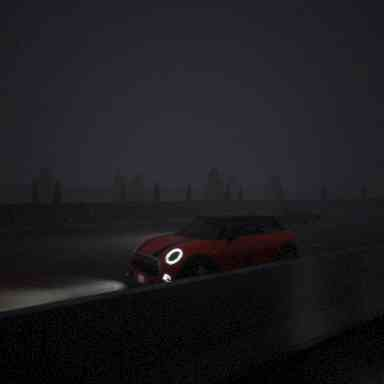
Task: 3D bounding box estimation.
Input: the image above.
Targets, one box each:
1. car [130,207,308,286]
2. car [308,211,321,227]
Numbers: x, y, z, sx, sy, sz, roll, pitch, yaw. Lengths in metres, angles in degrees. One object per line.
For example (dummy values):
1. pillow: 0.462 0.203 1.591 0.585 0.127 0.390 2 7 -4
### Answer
1. car: 0.691 1.354 8.767 4.553 1.767 2.097 0 0 -35
2. car: 5.995 1.608 21.072 4.718 1.301 1.895 0 0 -34
